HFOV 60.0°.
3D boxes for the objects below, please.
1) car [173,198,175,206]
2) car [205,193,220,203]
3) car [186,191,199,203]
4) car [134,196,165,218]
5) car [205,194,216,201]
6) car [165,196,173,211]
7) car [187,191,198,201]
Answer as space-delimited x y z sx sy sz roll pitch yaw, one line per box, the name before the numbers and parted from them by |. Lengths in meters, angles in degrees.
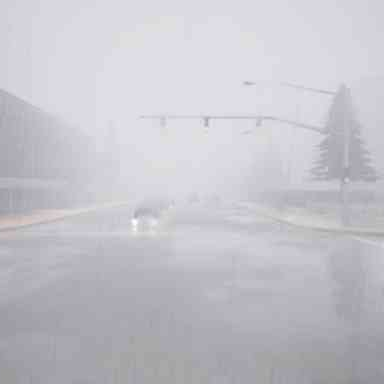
car | -3.484 1.237 47.404 1.994 1.385 4.181 0 0 0
car | 3.558 0.959 56.450 2.097 1.767 4.553 0 0 0
car | 0.057 1.115 56.311 1.837 1.490 4.892 0 0 0
car | -3.663 1.333 28.130 1.812 1.442 4.674 0 0 0
car | 3.603 1.101 66.360 1.994 1.385 4.181 0 0 0
car | -3.593 1.220 37.521 1.882 1.535 5.008 0 0 0
car | 0.104 0.768 66.541 2.150 2.045 5.566 0 0 0
